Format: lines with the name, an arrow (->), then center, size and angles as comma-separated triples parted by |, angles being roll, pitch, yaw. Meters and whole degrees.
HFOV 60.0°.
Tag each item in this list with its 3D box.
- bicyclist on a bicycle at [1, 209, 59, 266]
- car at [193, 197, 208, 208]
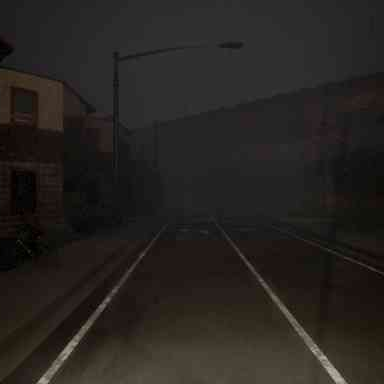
bicyclist on a bicycle -> -4.612, 1.318, 9.420 | 1.656, 1.620, 0.582 | -2, 0, 0
car -> 1.271, 1.478, 47.791 | 1.882, 1.535, 5.008 | 0, 0, 7
